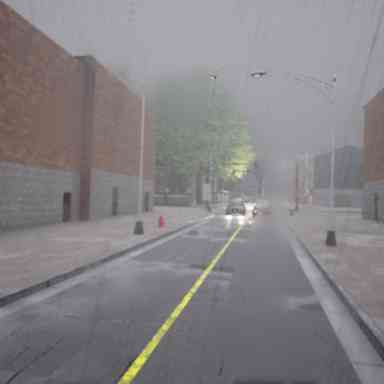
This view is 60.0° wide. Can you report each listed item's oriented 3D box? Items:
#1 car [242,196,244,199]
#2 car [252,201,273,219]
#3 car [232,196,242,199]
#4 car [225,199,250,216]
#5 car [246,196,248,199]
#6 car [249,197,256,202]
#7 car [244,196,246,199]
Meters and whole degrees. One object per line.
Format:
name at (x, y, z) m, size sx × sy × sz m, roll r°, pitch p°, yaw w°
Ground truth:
car at (9.173, 1.956, 69.005) m, size 2.008 × 1.369 × 4.403 m, roll 3°, pitch 0°, yaw 12°
car at (6.986, 1.853, 32.879) m, size 1.895 × 1.301 × 4.718 m, roll 2°, pitch 0°, yaw 13°
car at (7.682, 1.892, 62.028) m, size 2.008 × 1.369 × 4.403 m, roll 3°, pitch 0°, yaw 12°
car at (4.805, 1.760, 35.885) m, size 1.994 × 1.385 × 4.181 m, roll 2°, pitch 0°, yaw 12°
car at (12.527, 2.144, 85.007) m, size 1.802 × 1.307 × 4.206 m, roll 3°, pitch 0°, yaw 12°
car at (16.869, 2.222, 92.928) m, size 1.895 × 1.301 × 4.718 m, roll 2°, pitch 0°, yaw 12°
car at (10.291, 2.021, 74.339) m, size 1.947 × 1.339 × 4.313 m, roll 3°, pitch 0°, yaw 12°
